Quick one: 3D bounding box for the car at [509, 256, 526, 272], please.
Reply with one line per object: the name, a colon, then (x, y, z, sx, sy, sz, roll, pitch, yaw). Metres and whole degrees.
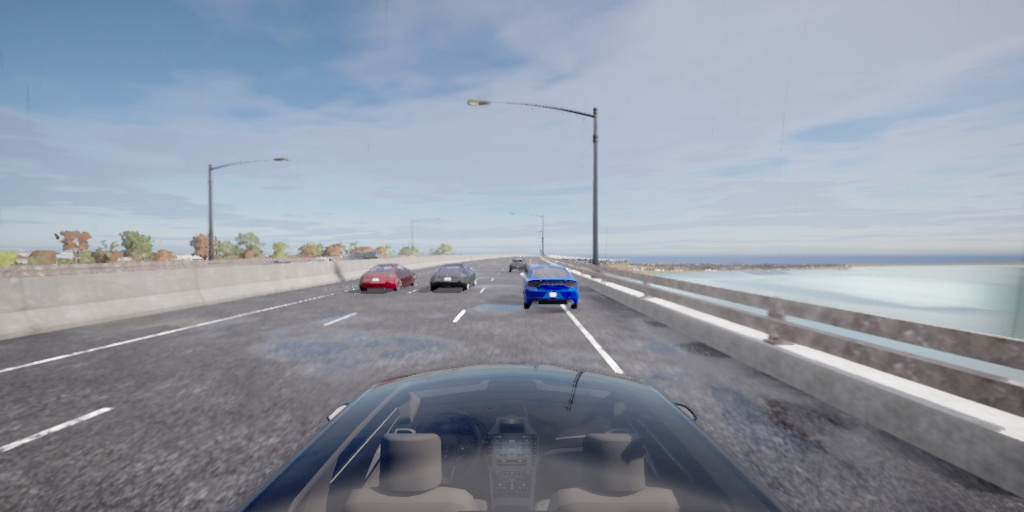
car: (0.652, 0.813, 36.713, 2.128, 1.511, 4.902, 0, 1, 2)

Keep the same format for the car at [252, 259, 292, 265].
car: (-23.981, 0.989, 36.401, 1.895, 1.301, 4.718, 0, 1, 2)

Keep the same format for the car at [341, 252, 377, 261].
car: (-16.883, 0.552, 39.789, 2.150, 2.045, 5.566, 0, 1, 2)

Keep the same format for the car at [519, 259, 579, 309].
car: (1.364, 1.070, 14.088, 1.882, 1.535, 5.008, 0, 1, 1)

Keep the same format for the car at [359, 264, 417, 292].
car: (-6.666, 1.108, 19.631, 1.994, 1.385, 4.181, 0, 1, 1)

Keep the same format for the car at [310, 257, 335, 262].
car: (-20.413, 0.880, 38.464, 1.812, 1.442, 4.674, 0, 1, 2)

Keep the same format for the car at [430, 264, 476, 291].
car: (-3.163, 1.098, 19.830, 1.994, 1.385, 4.181, 0, 1, 1)
